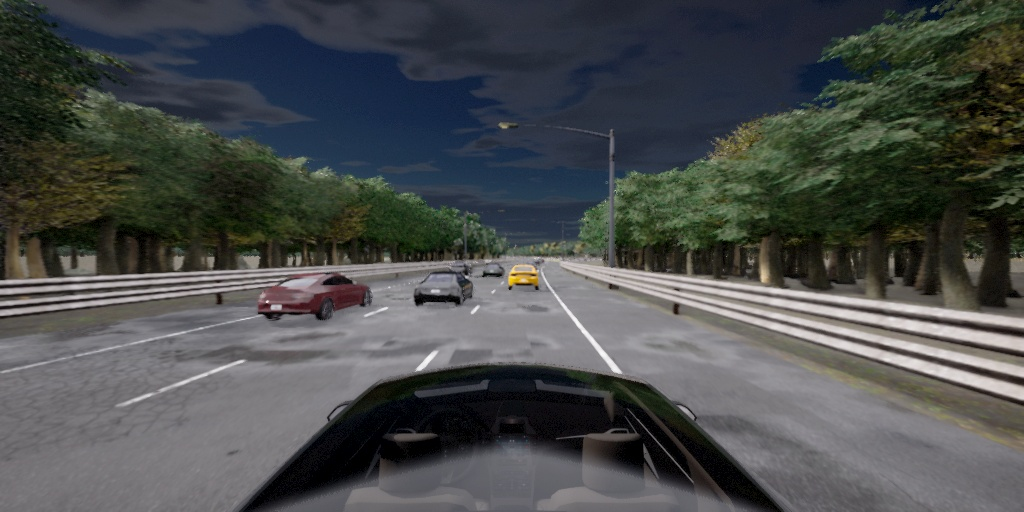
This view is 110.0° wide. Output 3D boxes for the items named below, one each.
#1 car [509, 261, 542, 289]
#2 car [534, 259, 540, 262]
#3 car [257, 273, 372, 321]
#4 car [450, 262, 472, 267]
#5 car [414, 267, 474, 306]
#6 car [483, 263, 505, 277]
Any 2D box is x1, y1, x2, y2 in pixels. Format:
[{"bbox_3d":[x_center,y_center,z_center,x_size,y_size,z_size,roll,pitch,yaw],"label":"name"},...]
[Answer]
[{"bbox_3d":[0.814,1.341,24.273,1.882,1.535,5.008,0,0,3],"label":"car"},{"bbox_3d":[3.156,1.551,59.827,2.033,1.411,5.357,0,0,5],"label":"car"},{"bbox_3d":[-6.594,1.295,12.464,1.812,1.442,4.674,0,0,2],"label":"car"},{"bbox_3d":[-5.367,1.375,37.882,2.128,1.511,4.902,0,0,4],"label":"car"},{"bbox_3d":[-2.943,1.371,16.176,1.994,1.385,4.181,0,0,2],"label":"car"},{"bbox_3d":[-1.870,1.466,37.537,1.994,1.385,4.181,0,0,4],"label":"car"}]
